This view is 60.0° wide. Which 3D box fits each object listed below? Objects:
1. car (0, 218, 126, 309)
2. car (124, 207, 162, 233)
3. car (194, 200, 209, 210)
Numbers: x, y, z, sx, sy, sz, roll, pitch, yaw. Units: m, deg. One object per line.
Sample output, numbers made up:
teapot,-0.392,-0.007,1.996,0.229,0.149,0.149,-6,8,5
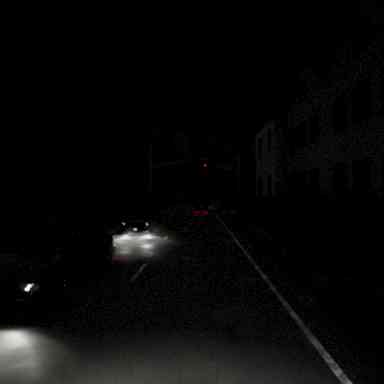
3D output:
car,-3.445,1.604,8.432,2.033,1.411,5.357,0,0,3
car,-3.039,1.689,21.008,2.033,1.411,5.357,0,0,2
car,1.284,1.810,47.114,2.128,1.511,4.902,0,0,2
